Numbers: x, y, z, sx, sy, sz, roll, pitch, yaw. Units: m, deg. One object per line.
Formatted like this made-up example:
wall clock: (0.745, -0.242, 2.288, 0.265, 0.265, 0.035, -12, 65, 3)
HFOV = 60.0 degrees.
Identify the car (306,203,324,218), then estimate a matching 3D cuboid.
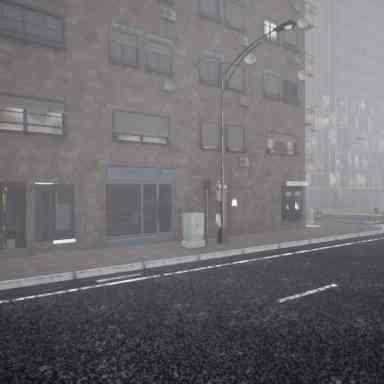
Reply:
car: (10.427, 1.659, 32.439, 2.097, 1.767, 4.553, -1, -1, -36)
